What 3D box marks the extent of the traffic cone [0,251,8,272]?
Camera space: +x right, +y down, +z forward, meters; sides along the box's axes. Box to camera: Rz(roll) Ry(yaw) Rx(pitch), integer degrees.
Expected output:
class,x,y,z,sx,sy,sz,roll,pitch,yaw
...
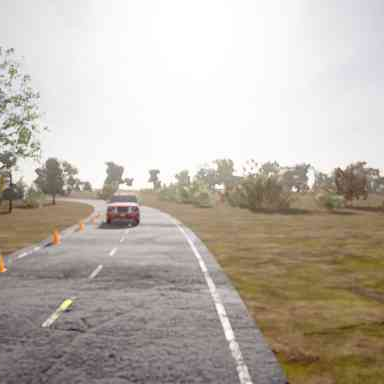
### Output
class,x,y,z,sx,sy,sz,roll,pitch,yaw
traffic cone,-5.342,1.901,9.218,0.340,0.580,0.340,0,0,-4

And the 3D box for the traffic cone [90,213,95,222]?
class,x,y,z,sx,sy,sz,roll,pitch,yaw
traffic cone,-7.111,1.825,23.835,0.340,0.580,0.340,0,0,-10

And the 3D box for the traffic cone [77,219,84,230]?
class,x,y,z,sx,sy,sz,roll,pitch,yaw
traffic cone,-6.359,1.849,18.983,0.340,0.580,0.340,0,0,-8

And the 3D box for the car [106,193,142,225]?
class,x,y,z,sx,sy,sz,roll,pitch,yaw
car,-4.791,1.094,23.601,2.150,2.045,5.566,0,0,-10

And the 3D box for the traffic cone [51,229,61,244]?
class,x,y,z,sx,sy,sz,roll,pitch,yaw
traffic cone,-5.769,1.874,14.109,0.340,0.580,0.340,0,0,-6
